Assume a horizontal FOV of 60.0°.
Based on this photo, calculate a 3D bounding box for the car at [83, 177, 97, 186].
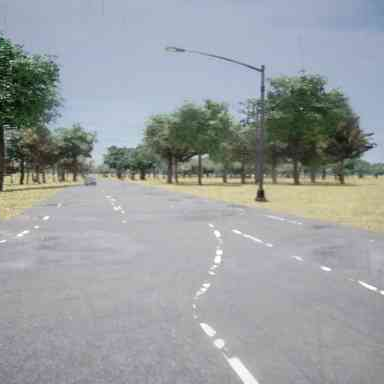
[{"bbox_3d":[-17.556,-1.733,57.406,1.837,1.490,4.892,-1,3,-13],"label":"car"}]
